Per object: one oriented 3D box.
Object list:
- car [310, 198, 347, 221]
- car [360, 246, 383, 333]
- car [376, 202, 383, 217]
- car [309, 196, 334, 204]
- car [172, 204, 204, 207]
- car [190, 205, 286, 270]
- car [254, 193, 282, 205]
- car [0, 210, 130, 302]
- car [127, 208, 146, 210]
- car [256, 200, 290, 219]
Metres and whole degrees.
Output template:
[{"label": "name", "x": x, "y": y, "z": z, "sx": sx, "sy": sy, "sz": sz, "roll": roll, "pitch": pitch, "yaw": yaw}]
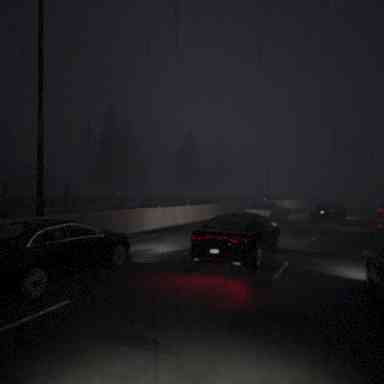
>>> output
[{"label": "car", "x": 10.870, "y": 1.473, "z": 26.300, "sx": 1.994, "sy": 1.385, "sz": 4.181, "roll": 1, "pitch": 0, "yaw": 36}, {"label": "car", "x": 4.047, "y": 1.497, "z": 5.474, "sx": 1.837, "sy": 1.490, "sz": 4.892, "roll": 0, "pitch": 0, "yaw": 23}, {"label": "car", "x": 17.883, "y": 1.535, "z": 29.491, "sx": 1.895, "sy": 1.301, "sz": 4.718, "roll": 1, "pitch": 0, "yaw": 41}, {"label": "car", "x": 22.402, "y": 1.396, "z": 57.555, "sx": 4.718, "sy": 1.301, "sz": 1.895, "roll": 0, "pitch": 0, "yaw": -37}, {"label": "car", "x": 0.202, "y": 1.300, "z": 29.782, "sx": 1.882, "sy": 1.535, "sz": 5.008, "roll": 1, "pitch": 0, "yaw": 35}, {"label": "car", "x": 1.660, "y": 1.421, "z": 11.095, "sx": 1.882, "sy": 1.535, "sz": 5.008, "roll": 0, "pitch": 0, "yaw": 25}, {"label": "car", "x": 12.350, "y": 1.106, "z": 53.825, "sx": 4.553, "sy": 1.767, "sz": 2.097, "roll": 0, "pitch": 0, "yaw": -41}, {"label": "car", "x": -3.415, "y": 1.422, "z": 8.246, "sx": 2.128, "sy": 1.511, "sz": 4.902, "roll": 0, "pitch": 1, "yaw": 22}, {"label": "car", "x": -5.557, "y": 1.348, "z": 27.463, "sx": 2.033, "sy": 1.411, "sz": 5.357, "roll": 1, "pitch": 0, "yaw": 32}, {"label": "car", "x": 5.928, "y": 1.484, "z": 25.498, "sx": 1.895, "sy": 1.301, "sz": 4.718, "roll": 1, "pitch": 0, "yaw": 34}]
